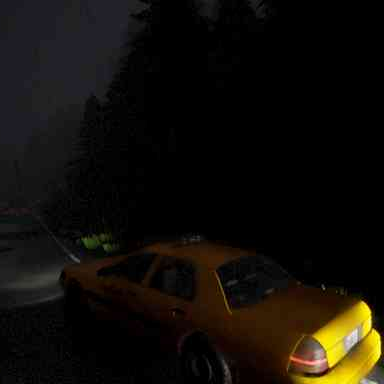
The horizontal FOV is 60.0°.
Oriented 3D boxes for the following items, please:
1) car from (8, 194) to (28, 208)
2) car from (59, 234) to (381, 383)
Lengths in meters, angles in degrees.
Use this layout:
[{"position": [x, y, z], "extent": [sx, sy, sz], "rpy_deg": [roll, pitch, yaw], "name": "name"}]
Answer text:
[{"position": [-20.967, 1.052, 40.166], "extent": [2.128, 1.511, 4.902], "rpy_deg": [-2, 2, -26], "name": "car"}, {"position": [-0.233, 1.417, 5.107], "extent": [5.366, 1.575, 1.801], "rpy_deg": [1, 1, 45], "name": "car"}]
